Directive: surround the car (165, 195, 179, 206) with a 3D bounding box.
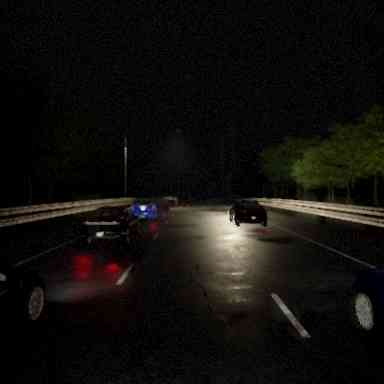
[{"bbox_3d":[-3.523,1.466,59.028,2.097,1.767,4.553,0,-1,0],"label":"car"}]

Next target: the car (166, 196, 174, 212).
[{"bbox_3d":[-3.514,1.391,37.081,2.163,1.488,4.792,0,0,0],"label":"car"}]

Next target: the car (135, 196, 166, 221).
[{"bbox_3d":[-3.510,1.211,26.014,2.097,1.767,4.553,0,0,0],"label":"car"}]

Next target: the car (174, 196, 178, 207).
[{"bbox_3d":[-3.518,1.471,48.055,2.128,1.511,4.902,0,-1,0],"label":"car"}]

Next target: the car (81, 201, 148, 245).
[{"bbox_3d":[-3.506,1.389,15.038,2.128,1.511,4.902,0,0,0],"label":"car"}]

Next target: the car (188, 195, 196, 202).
[{"bbox_3d":[-0.034,1.738,88.466,2.150,2.045,5.566,0,-1,0],"label":"car"}]

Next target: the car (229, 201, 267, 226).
[{"bbox_3d":[3.592,1.343,21.879,1.882,1.535,5.008,0,0,0],"label":"car"}]

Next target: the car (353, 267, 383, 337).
[{"bbox_3d":[3.597,1.452,3.542,1.882,1.535,5.008,0,0,0],"label":"car"}]

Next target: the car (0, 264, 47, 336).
[{"bbox_3d":[-3.502,1.497,4.034,1.812,1.442,4.674,0,0,0],"label":"car"}]

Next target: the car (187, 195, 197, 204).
[{"bbox_3d":[-0.025,1.766,67.206,1.812,1.442,4.674,0,-1,0],"label":"car"}]
